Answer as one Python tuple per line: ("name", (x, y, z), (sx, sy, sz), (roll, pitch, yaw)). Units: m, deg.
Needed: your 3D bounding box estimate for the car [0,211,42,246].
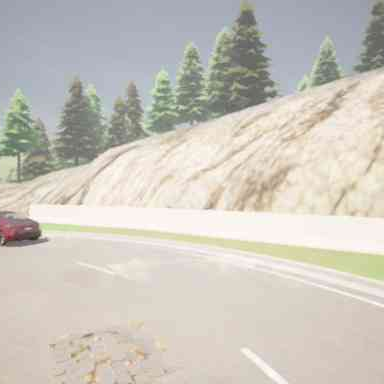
("car", (-8.914, 1.548, 14.965), (4.181, 1.385, 1.994), (0, 0, 20))
